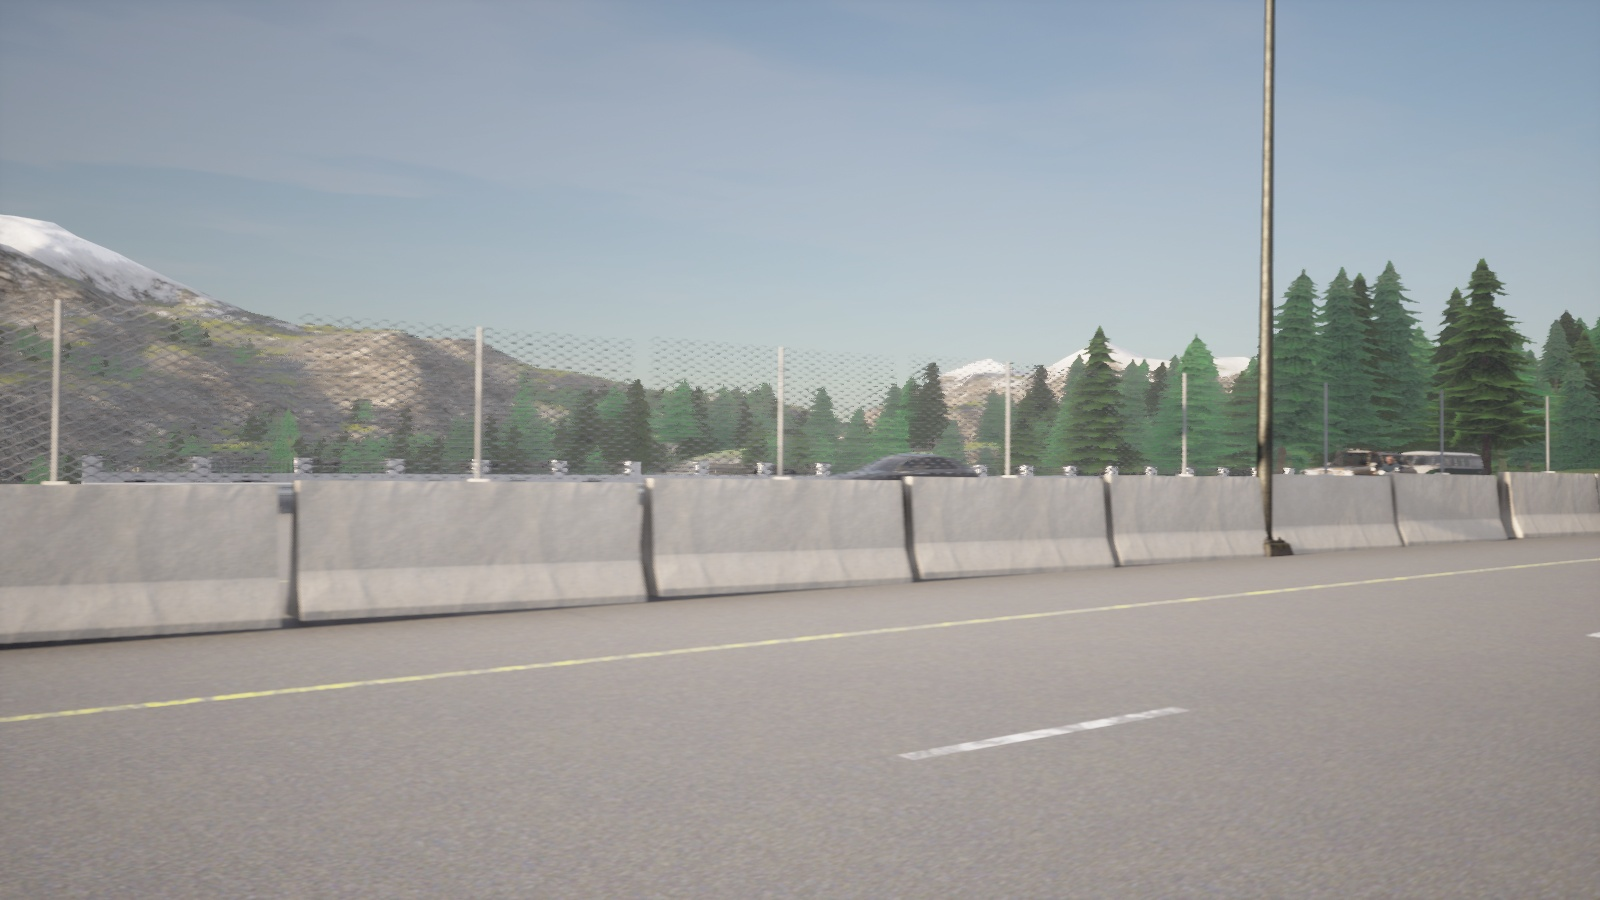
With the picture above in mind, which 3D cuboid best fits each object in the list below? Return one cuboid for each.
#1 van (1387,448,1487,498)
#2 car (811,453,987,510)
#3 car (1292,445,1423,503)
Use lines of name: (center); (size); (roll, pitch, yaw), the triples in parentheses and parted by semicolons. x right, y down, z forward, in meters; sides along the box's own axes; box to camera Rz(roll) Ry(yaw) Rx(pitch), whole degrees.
van: (26.318, 0.942, 51.826); (4.442, 1.987, 1.775); (1, -1, -35)
car: (2.840, 0.850, 35.485); (4.892, 1.490, 1.837); (0, 0, -35)
car: (18.820, 0.807, 42.333); (4.605, 1.855, 1.932); (1, -1, -35)
